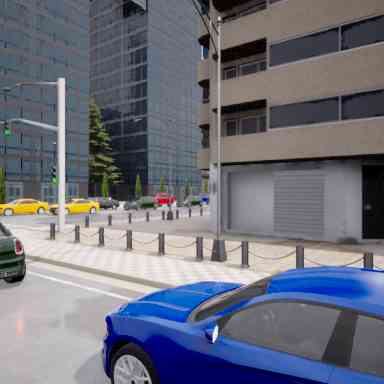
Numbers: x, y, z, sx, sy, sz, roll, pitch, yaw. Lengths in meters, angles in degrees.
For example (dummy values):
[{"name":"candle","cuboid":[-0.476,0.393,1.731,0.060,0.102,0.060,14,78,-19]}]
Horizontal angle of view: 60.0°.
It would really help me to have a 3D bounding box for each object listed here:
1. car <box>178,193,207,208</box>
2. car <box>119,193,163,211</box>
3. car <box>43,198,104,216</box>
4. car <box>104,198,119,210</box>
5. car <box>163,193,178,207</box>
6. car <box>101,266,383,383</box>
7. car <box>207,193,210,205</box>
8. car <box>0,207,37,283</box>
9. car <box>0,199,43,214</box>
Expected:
[{"name":"car","cuboid":[-0.300,1.296,48.098,2.097,1.767,4.553,0,0,36]},{"name":"car","cuboid":[-6.111,1.296,40.092,2.097,1.767,4.553,0,0,36]},{"name":"car","cuboid":[-11.484,1.422,32.675,1.882,1.535,5.008,0,0,36]},{"name":"car","cuboid":[-10.823,1.436,39.554,2.128,1.511,4.902,0,0,36]},{"name":"car","cuboid":[-4.908,1.166,47.716,2.150,2.045,5.566,0,0,35]},{"name":"car","cuboid":[1.254,1.478,3.097,5.008,1.535,1.882,0,0,36]},{"name":"car","cuboid":[1.119,1.166,55.982,2.150,2.045,5.566,0,0,36]},{"name":"car","cuboid":[-6.240,1.352,8.441,4.553,1.767,2.097,0,0,36]},{"name":"car","cuboid":[-16.340,1.422,31.948,1.882,1.535,5.008,0,0,36]}]
